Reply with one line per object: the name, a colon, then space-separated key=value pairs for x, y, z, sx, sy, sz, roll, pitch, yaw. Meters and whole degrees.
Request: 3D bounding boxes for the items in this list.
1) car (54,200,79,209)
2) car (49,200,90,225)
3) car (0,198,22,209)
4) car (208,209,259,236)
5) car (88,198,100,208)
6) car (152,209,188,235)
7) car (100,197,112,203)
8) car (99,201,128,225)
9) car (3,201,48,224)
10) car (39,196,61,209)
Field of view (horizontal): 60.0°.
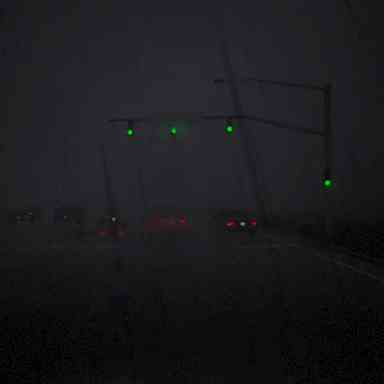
car: x=-20.562 y=2.025 z=54.473 sx=4.718 sy=1.301 sz=1.895 roll=0 pitch=-1 yaw=41
car: x=-9.631 y=1.683 z=26.485 sx=1.882 sy=1.535 sz=5.008 roll=0 pitch=0 yaw=-11
car: x=-27.821 y=1.771 z=51.457 sx=4.553 sy=1.767 sz=2.097 roll=-1 pitch=-1 yaw=37
car: x=2.229 y=1.676 z=19.171 sx=2.033 sy=1.411 sz=5.357 roll=0 pitch=0 yaw=-7
car: x=-18.278 y=2.001 z=57.157 sx=4.181 sy=1.385 sz=1.994 roll=0 pitch=-1 yaw=41
car: x=-1.367 y=1.688 z=19.719 sx=2.033 sy=1.411 sz=5.357 roll=0 pitch=0 yaw=-8
car: x=-16.267 y=1.805 z=60.075 sx=4.553 sy=1.767 sz=2.097 roll=0 pitch=-1 yaw=41
car: x=-5.953 y=1.719 z=25.818 sx=1.812 sy=1.442 sz=4.674 roll=0 pitch=0 yaw=-10
car: x=-13.285 y=1.742 z=26.814 sx=1.812 sy=1.442 sz=4.674 roll=0 pitch=0 yaw=-12
car: x=-22.018 y=1.627 z=51.071 sx=5.566 sy=2.045 sz=2.150 roll=0 pitch=0 yaw=45
